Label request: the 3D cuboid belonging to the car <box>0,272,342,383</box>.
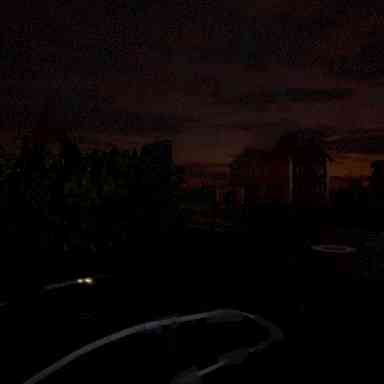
[{"bbox_3d":[-0.874,1.492,2.396,4.902,1.511,2.128,0,0,-36],"label":"car"}]
